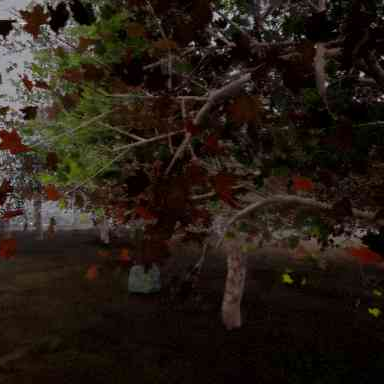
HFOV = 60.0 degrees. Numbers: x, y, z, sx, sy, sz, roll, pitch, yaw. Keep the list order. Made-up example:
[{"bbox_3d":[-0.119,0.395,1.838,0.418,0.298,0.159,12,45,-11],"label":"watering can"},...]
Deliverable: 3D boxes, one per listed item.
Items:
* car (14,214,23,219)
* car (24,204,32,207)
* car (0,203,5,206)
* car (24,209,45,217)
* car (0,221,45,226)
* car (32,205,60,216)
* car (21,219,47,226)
[{"bbox_3d":[-27.685,4.392,48.162,4.792,1.488,2.163,0,0,17],"label":"car"},{"bbox_3d":[-34.943,4.060,74.588,1.946,1.575,5.366,0,1,19],"label":"car"},{"bbox_3d":[-44.389,3.779,81.902,2.185,1.767,4.553,0,1,19],"label":"car"},{"bbox_3d":[-25.947,4.111,50.506,5.566,2.045,2.435,0,0,17],"label":"car"},{"bbox_3d":[-17.981,4.344,32.984,5.566,2.045,2.435,2,1,17],"label":"car"},{"bbox_3d":[-30.307,3.896,70.626,2.435,2.045,5.566,1,1,19],"label":"car"},{"bbox_3d":[-16.095,4.345,35.394,5.566,2.045,2.435,2,1,17],"label":"car"}]
